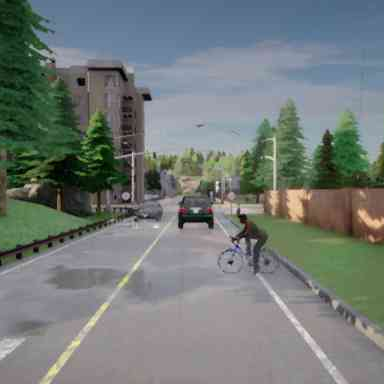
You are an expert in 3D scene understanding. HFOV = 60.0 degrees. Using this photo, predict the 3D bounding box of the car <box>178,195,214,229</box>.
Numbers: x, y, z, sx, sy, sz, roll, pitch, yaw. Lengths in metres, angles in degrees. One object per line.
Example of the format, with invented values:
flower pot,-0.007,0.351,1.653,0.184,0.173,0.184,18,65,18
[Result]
car,0.245,1.207,21.743,2.150,2.045,5.566,0,0,0

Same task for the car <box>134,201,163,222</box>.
car,-3.328,1.491,26.075,1.837,1.490,4.892,0,0,1

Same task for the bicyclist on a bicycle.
bicyclist on a bicycle,1.516,1.411,8.897,1.656,1.620,0.582,0,0,0
